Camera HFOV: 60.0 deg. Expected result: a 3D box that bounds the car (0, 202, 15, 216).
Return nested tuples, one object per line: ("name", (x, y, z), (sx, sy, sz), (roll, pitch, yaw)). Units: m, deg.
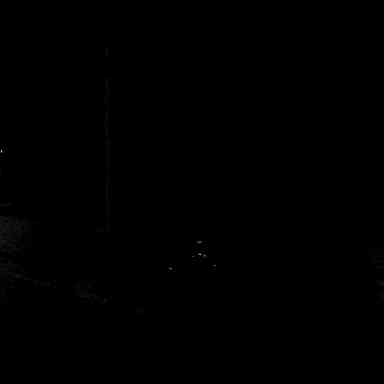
("car", (-15.900, 1.522, 31.034), (1.802, 1.307, 4.206), (0, 0, 35))
